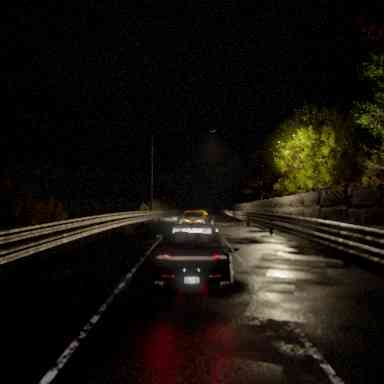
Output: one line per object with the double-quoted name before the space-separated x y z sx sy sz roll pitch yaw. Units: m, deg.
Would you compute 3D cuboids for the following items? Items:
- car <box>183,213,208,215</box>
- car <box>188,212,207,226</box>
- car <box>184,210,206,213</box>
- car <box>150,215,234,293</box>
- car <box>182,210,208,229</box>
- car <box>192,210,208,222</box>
"car" 0.034 1.933 17.235 1.895 1.301 4.718 0 -2 1
"car" 0.645 2.812 35.539 1.895 1.301 4.718 0 -3 3
"car" 0.130 2.051 23.103 1.882 1.535 5.008 0 -3 1
"car" -0.008 1.601 9.105 2.128 1.511 4.902 0 -1 0
"car" 0.308 2.387 29.552 2.128 1.511 4.902 0 -3 2
"car" 1.149 3.181 44.862 1.882 1.535 5.008 0 -3 4
